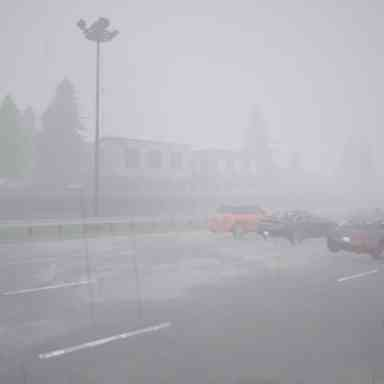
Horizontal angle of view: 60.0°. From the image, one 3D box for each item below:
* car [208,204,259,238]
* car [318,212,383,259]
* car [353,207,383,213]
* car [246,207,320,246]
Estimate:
[{"bbox_3d":[3.200,1.503,19.024,4.553,1.767,2.097,1,-1,-35],"label":"car"},{"bbox_3d":[7.298,1.717,13.347,4.181,1.385,1.994,1,0,-35],"label":"car"},{"bbox_3d":[15.263,1.919,27.631,4.718,1.301,1.895,1,0,-35],"label":"car"},{"bbox_3d":[5.295,1.646,16.220,4.902,1.511,2.128,1,0,-35],"label":"car"}]
